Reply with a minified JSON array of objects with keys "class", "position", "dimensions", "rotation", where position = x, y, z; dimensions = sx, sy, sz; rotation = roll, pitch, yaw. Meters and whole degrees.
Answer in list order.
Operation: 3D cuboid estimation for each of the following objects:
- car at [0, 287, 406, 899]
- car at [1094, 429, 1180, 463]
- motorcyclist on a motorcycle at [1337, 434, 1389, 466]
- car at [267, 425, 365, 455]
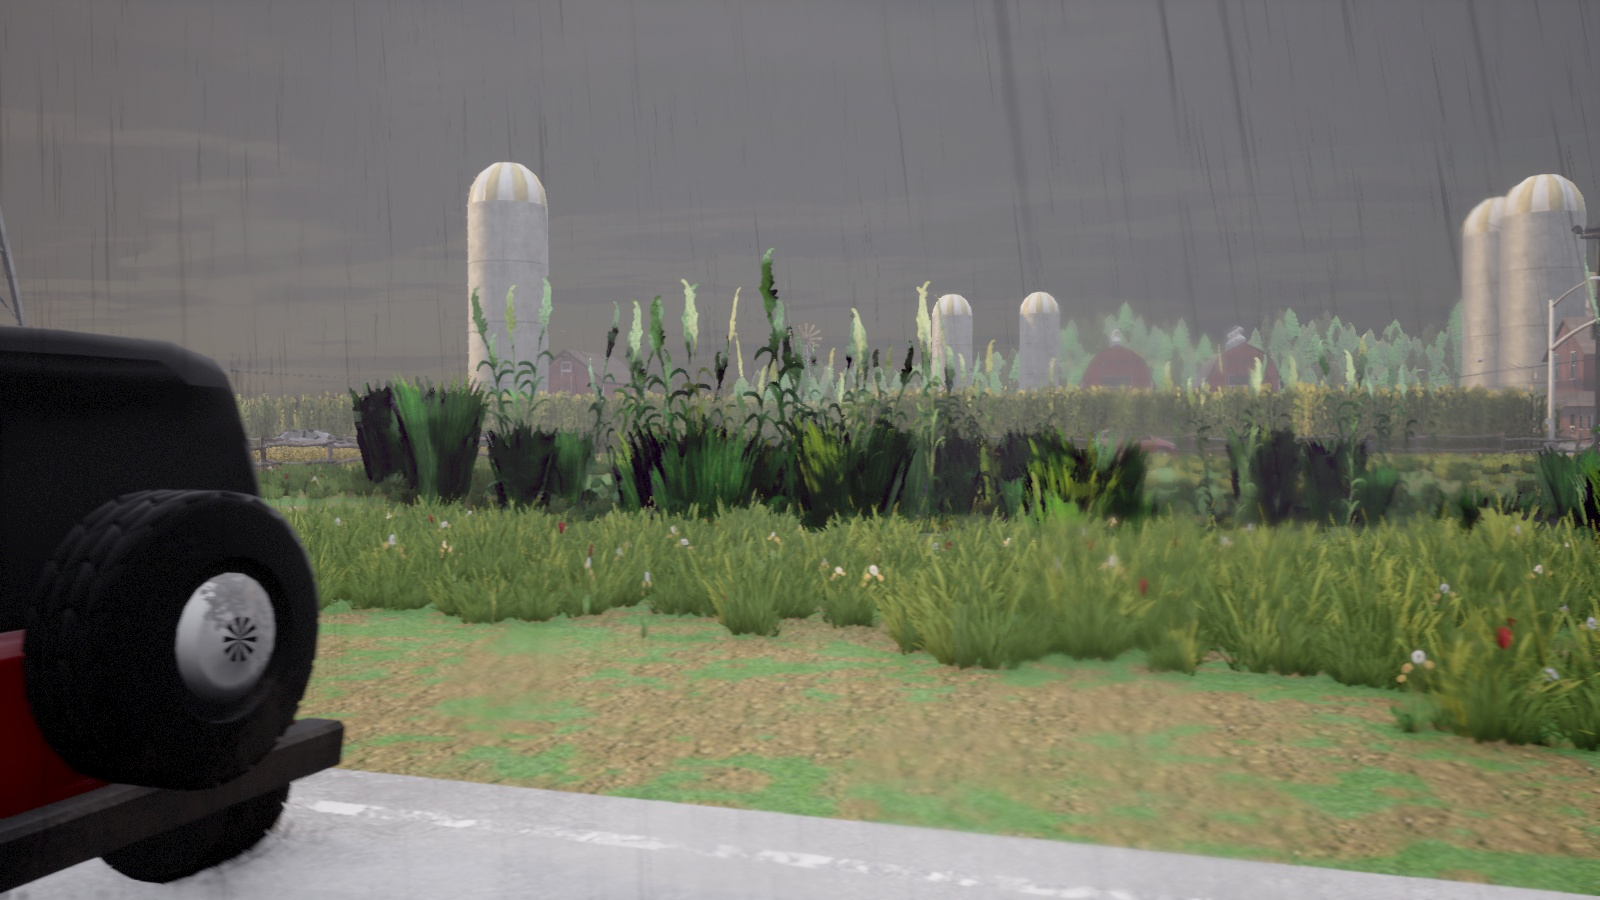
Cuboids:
[{"class":"car","position":[-3.495,0.536,4.049],"dimensions":[3.866,1.878,1.905],"rotation":[1,1,19]},{"class":"car","position":[16.408,-0.202,61.279],"dimensions":[3.988,1.617,1.851],"rotation":[1,1,13]},{"class":"motorcyclist on a motorcycle","position":[27.742,-0.015,61.856],"dimensions":[2.191,1.530,0.866],"rotation":[1,1,13]},{"class":"car","position":[-27.505,-0.572,71.385],"dimensions":[4.856,1.649,2.033],"rotation":[1,1,13]}]
